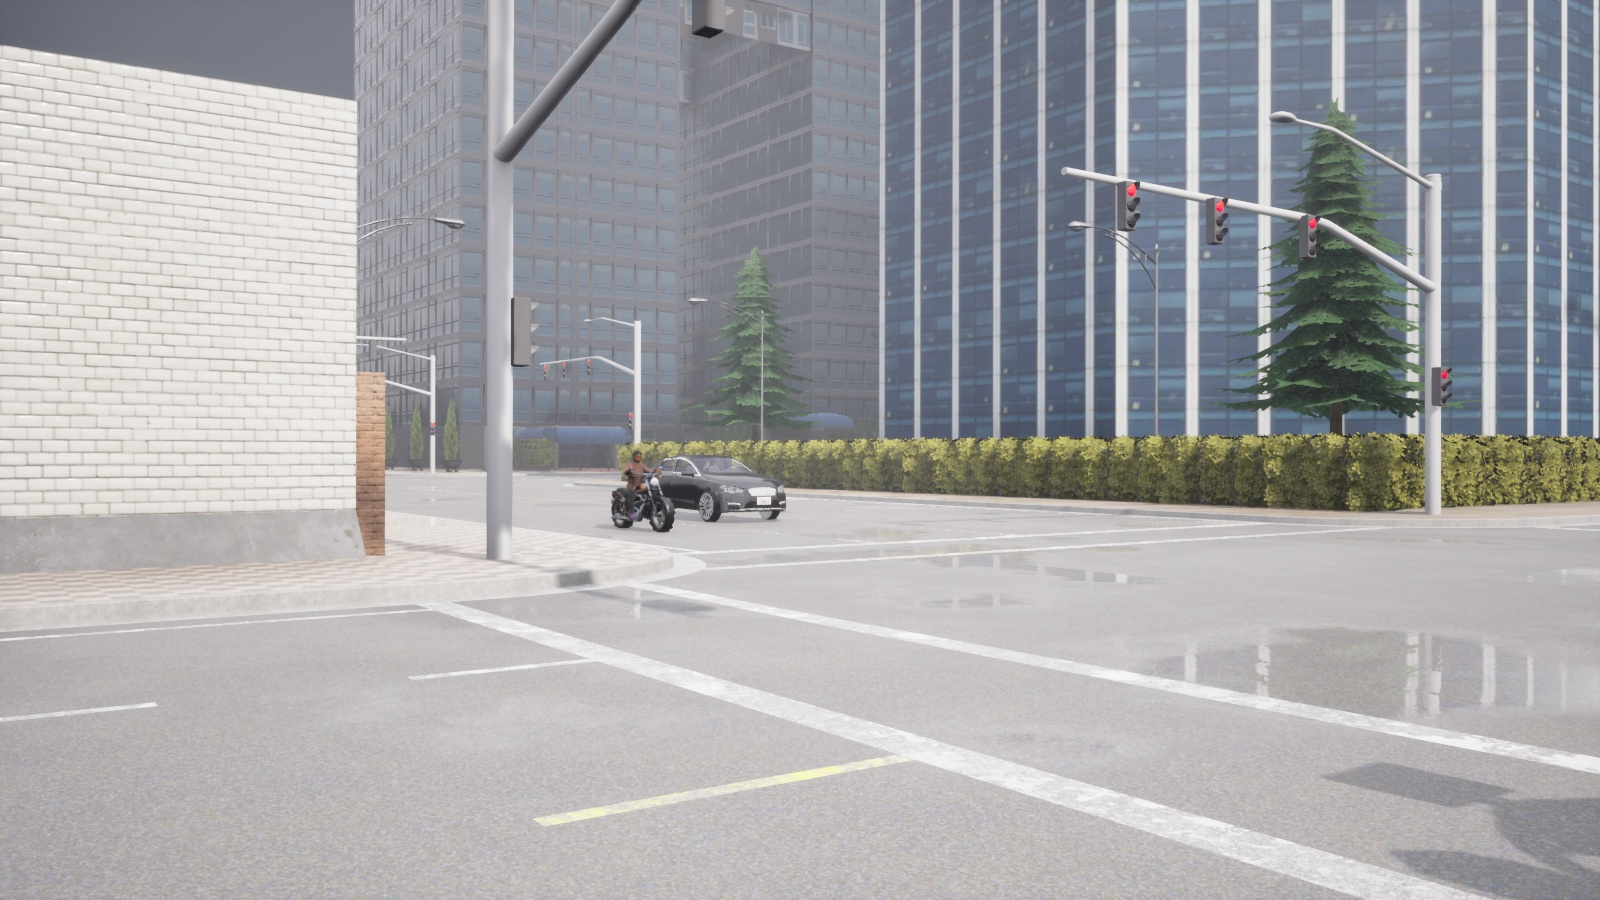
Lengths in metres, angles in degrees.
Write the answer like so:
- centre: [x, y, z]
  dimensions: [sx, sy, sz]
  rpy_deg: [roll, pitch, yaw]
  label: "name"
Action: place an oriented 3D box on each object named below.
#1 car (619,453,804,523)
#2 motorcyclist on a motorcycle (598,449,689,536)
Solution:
- centre: [-2.194, 0.834, 29.697]
  dimensions: [2.128, 1.511, 4.902]
  rpy_deg: [0, 0, -35]
  label: "car"
- centre: [-3.128, 0.817, 24.922]
  dimensions: [0.766, 1.649, 2.350]
  rpy_deg: [0, -1, -35]
  label: "motorcyclist on a motorcycle"
